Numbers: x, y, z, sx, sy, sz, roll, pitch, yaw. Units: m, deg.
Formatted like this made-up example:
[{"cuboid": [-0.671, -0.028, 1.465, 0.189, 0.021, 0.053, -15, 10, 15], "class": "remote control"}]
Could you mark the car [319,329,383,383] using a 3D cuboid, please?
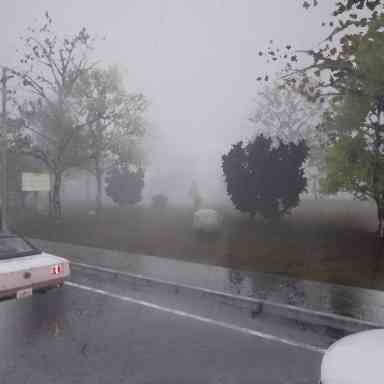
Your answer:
[{"cuboid": [3.132, 1.526, 1.773, 4.674, 1.442, 1.812, 0, 0, 35], "class": "car"}]

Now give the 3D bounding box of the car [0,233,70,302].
[{"cuboid": [-4.933, 1.601, 7.513, 4.718, 1.301, 1.895, 0, 0, 36], "class": "car"}]
